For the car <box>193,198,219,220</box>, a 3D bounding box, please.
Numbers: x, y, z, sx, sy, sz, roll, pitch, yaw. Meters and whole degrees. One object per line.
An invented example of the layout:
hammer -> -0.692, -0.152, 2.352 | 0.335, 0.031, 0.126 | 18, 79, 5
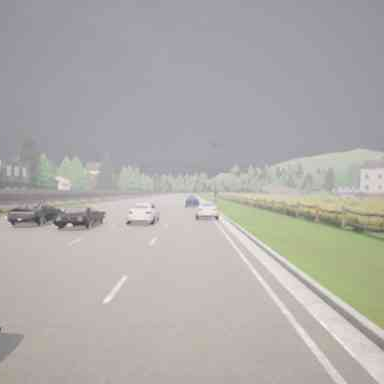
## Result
car -> 1.226, 1.473, 27.772 | 1.812, 1.442, 4.674 | 0, 0, 0

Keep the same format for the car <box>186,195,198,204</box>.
car -> 0.002, 1.371, 62.998 | 2.128, 1.511, 4.902 | 0, 0, 0

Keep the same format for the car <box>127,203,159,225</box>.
car -> -3.412, 1.480, 23.653 | 1.812, 1.442, 4.674 | 0, 0, 0

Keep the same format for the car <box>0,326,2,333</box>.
car -> -3.401, 1.544, 1.856 | 2.033, 1.411, 5.357 | 0, 0, 0

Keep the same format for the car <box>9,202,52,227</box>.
car -> -10.400, 1.450, 22.509 | 2.128, 1.511, 4.902 | 0, 0, 0

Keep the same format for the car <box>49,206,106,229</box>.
car -> -6.900, 1.561, 20.981 | 1.895, 1.301, 4.718 | 0, 0, 0

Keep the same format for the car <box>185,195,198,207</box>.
car -> 0.012, 1.384, 48.974 | 1.882, 1.535, 5.008 | 0, 0, 0
